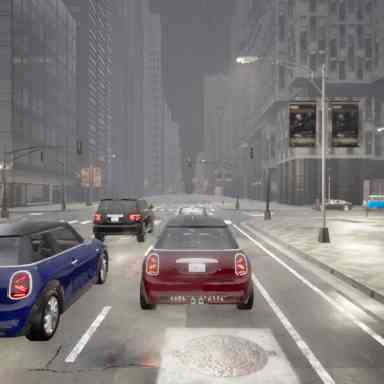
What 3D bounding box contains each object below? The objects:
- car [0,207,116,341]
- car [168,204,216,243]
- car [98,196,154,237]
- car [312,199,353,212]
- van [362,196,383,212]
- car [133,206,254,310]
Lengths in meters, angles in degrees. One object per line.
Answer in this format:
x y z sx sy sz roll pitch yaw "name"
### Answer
-3.163 1.352 6.660 2.097 1.767 4.553 0 0 0 "car"
0.057 1.491 17.166 2.128 1.511 4.902 0 0 2 "car"
-3.181 1.222 16.372 2.150 2.045 5.566 0 0 0 "car"
15.805 1.513 37.579 4.403 1.369 2.008 0 0 0 "car"
21.423 1.292 37.565 3.998 1.788 1.690 0 0 0 "van"
0.085 1.352 7.979 2.097 1.767 4.553 0 0 0 "car"
